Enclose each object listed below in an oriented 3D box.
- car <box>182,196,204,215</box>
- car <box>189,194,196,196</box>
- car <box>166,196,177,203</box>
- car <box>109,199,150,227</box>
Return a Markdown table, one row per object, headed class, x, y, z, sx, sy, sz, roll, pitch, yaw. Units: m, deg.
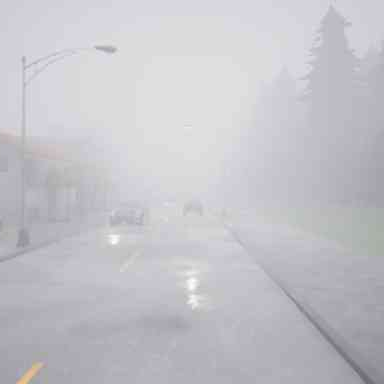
| class | x | y | z | sx | sy | sz | roll | pitch | yaw |
| --- | --- | --- | --- | --- | --- | --- | --- | --- | --- |
| car | 0.107 | 1.429 | 32.707 | 1.837 | 1.490 | 4.892 | 0 | 0 | 0 |
| car | 0.127 | 1.208 | 61.710 | 2.097 | 1.767 | 4.553 | 0 | 0 | 0 |
| car | -3.979 | 1.479 | 63.767 | 1.895 | 1.301 | 4.718 | 0 | 0 | 0 |
| car | -4.082 | 1.298 | 22.368 | 2.097 | 1.767 | 4.553 | 0 | 0 | 0 |
